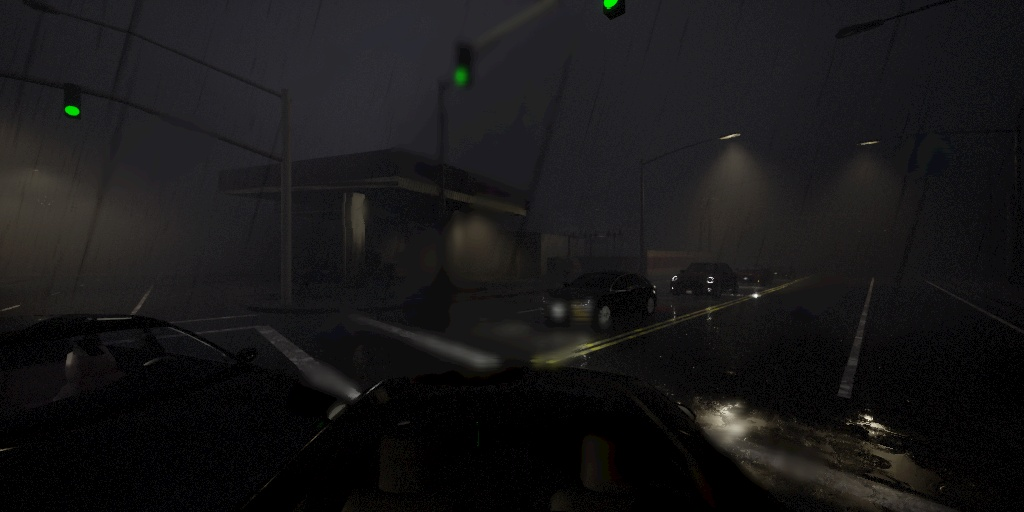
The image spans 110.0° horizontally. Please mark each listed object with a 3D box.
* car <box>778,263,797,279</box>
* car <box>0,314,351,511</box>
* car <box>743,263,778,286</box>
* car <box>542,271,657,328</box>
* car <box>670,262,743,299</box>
[{"bbox_3d":[24.092,1.314,32.185,4.181,1.385,1.994,0,0,-44],"label":"car"},{"bbox_3d":[-3.396,1.242,2.622,4.902,1.511,2.128,0,0,15],"label":"car"},{"bbox_3d":[16.890,1.314,25.201,1.994,1.385,4.181,0,0,45],"label":"car"},{"bbox_3d":[2.993,1.255,11.579,4.892,1.490,1.837,0,0,-45],"label":"car"},{"bbox_3d":[9.897,1.102,18.358,4.553,1.767,2.097,0,0,-44],"label":"car"}]
